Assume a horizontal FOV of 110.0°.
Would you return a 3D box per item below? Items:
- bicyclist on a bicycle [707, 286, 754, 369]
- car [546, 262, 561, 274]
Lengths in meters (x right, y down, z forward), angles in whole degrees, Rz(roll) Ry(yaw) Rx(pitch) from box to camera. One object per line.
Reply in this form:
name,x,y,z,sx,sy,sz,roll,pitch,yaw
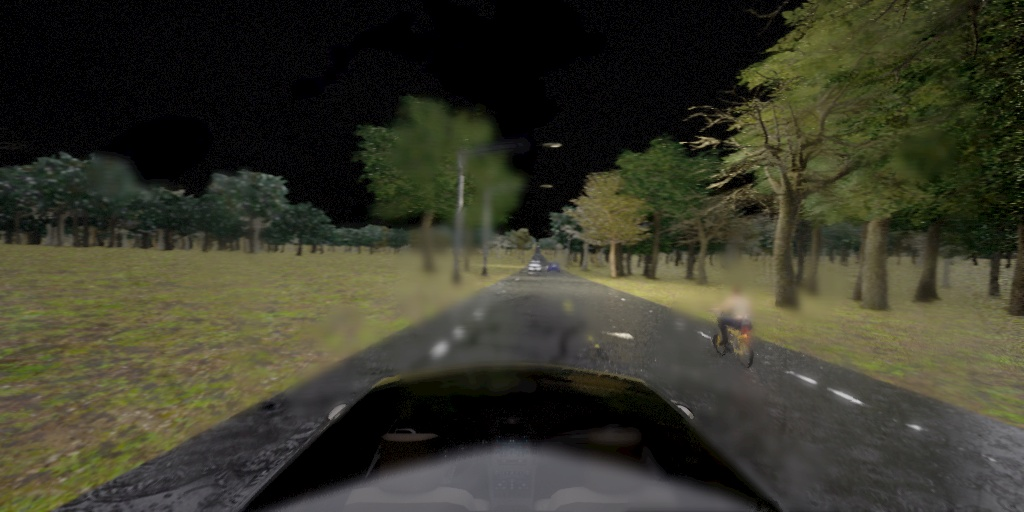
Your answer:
bicyclist on a bicycle,4.705,1.446,7.634,0.866,1.612,1.509,2,-1,4
car,7.706,2.067,64.628,2.150,2.045,5.566,2,0,4
